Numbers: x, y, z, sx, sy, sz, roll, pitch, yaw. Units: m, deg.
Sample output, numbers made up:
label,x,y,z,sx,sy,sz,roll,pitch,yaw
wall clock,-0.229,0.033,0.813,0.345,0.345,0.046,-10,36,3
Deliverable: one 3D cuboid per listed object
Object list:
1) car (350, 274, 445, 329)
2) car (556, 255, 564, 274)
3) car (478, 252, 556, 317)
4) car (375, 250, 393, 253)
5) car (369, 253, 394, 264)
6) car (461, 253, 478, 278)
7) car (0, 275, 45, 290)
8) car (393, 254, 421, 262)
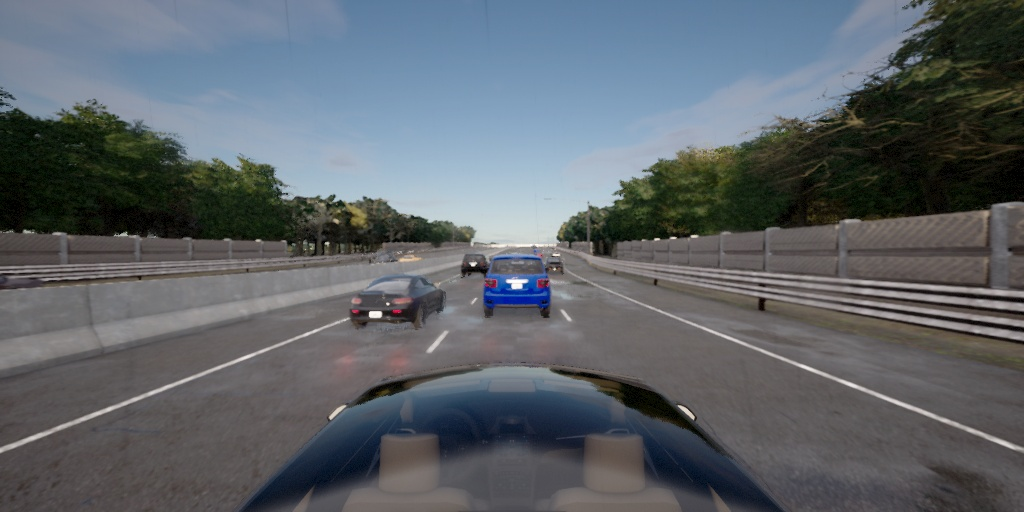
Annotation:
label,x,y,z,sx,sy,sz,roll,pitch,yaw
car,-3.342,1.268,11.127,1.812,1.442,4.674,0,0,1
car,4.036,0.918,35.814,1.837,1.490,4.892,0,1,2
car,0.177,0.958,13.243,2.150,2.045,5.566,0,0,1
car,-19.809,0.194,54.858,2.150,2.045,5.566,0,2,3
car,-16.658,0.676,47.194,1.837,1.490,4.892,0,1,2
car,-3.000,0.757,30.932,2.150,2.045,5.566,0,1,1
car,-21.026,1.280,13.067,2.033,1.411,5.357,0,0,1
car,-13.198,0.671,46.179,1.882,1.535,5.008,0,1,2
